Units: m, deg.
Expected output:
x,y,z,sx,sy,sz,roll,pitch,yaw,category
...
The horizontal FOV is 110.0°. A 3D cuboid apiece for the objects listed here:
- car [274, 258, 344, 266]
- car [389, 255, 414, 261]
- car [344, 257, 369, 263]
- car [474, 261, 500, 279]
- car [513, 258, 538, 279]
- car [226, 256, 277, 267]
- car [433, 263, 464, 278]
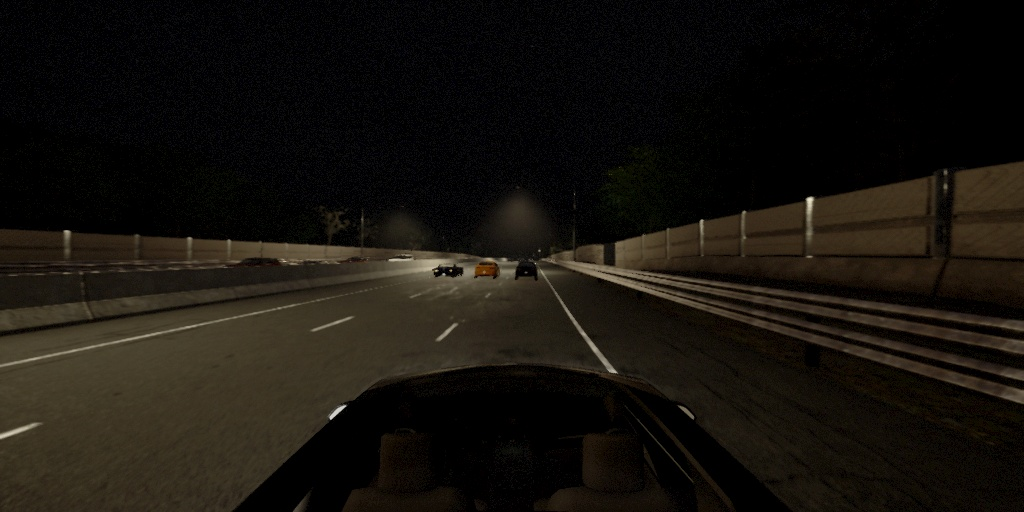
x,y,z,sx,sy,sz,roll,pitch,yaw,category
-16.438,1.129,29.433,2.033,1.411,5.357,1,0,3,car
-15.283,0.814,49.588,2.150,2.045,5.566,1,0,3,car
-19.163,0.905,43.580,2.097,1.767,4.553,1,0,4,car
-2.181,1.204,32.488,1.882,1.535,5.008,1,0,3,car
1.312,1.239,32.299,1.882,1.535,5.008,1,0,3,car
-20.031,0.896,27.947,2.097,1.767,4.553,1,0,3,car
-5.676,1.291,32.685,1.895,1.301,4.718,1,0,3,car
